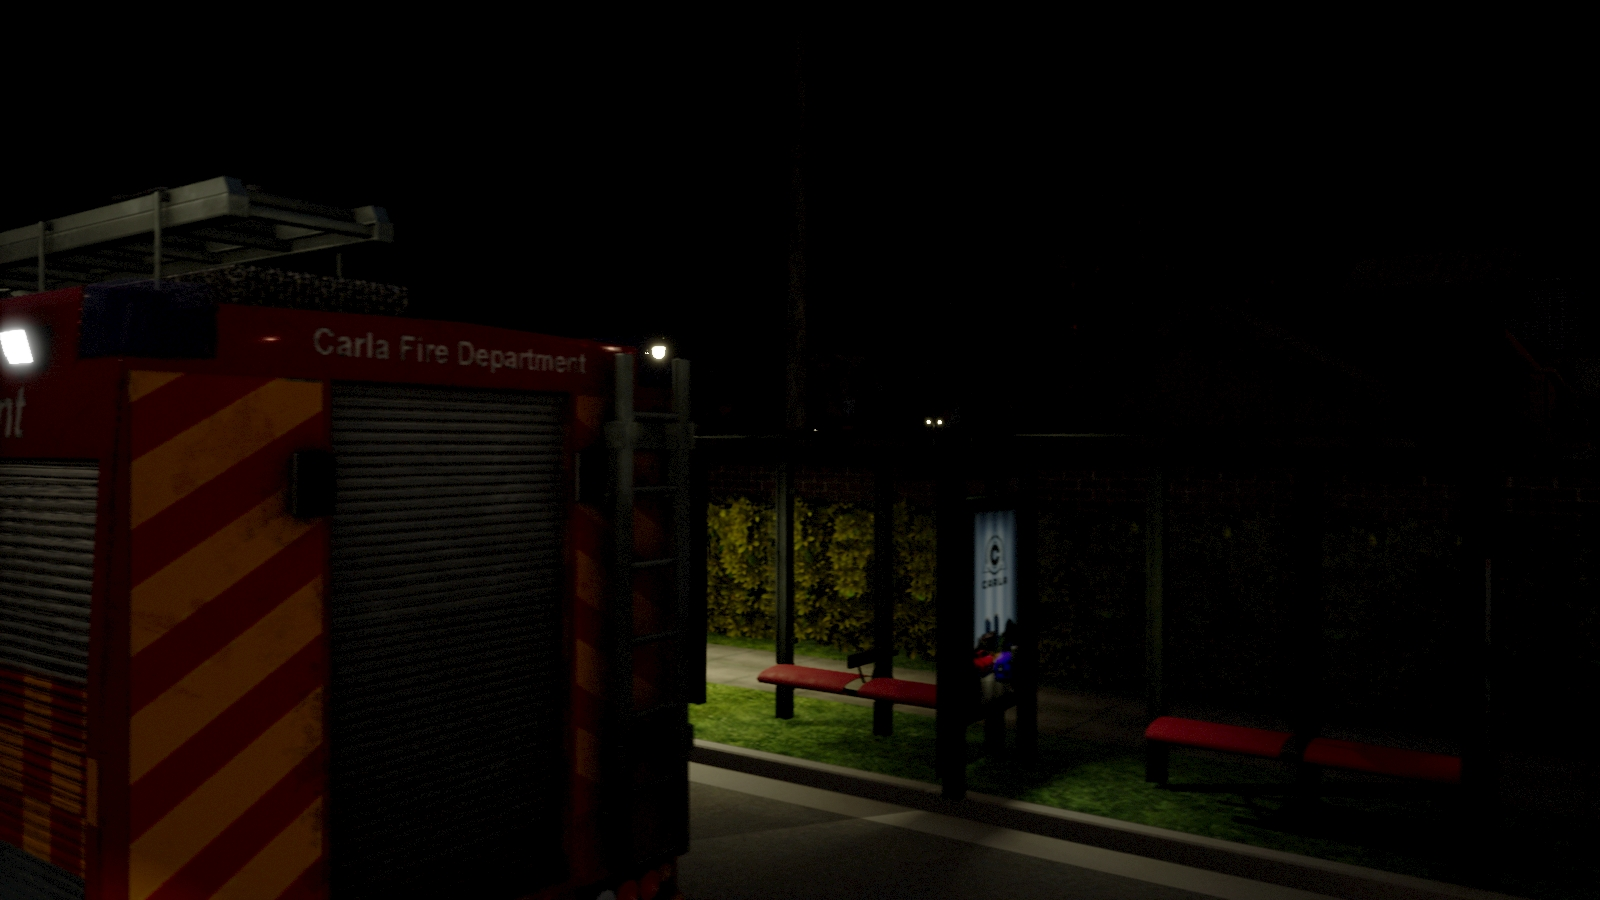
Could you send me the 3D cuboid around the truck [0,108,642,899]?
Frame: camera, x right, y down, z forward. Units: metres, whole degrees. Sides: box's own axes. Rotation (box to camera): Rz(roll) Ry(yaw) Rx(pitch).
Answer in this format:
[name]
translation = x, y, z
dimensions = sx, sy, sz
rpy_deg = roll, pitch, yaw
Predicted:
[truck]
translation = -5.100, 0.864, 7.029
dimensions = 8.468, 3.827, 2.891
rpy_deg = 0, 0, 35
